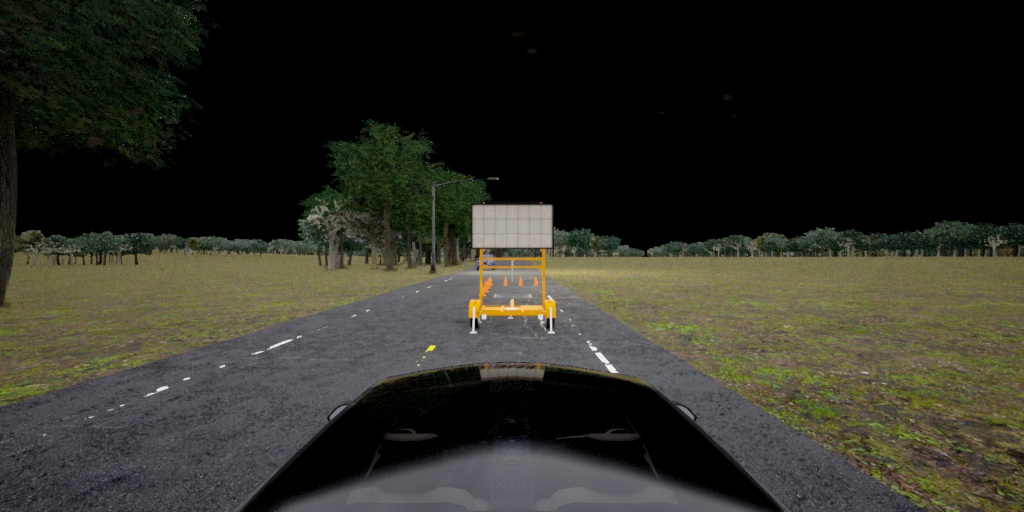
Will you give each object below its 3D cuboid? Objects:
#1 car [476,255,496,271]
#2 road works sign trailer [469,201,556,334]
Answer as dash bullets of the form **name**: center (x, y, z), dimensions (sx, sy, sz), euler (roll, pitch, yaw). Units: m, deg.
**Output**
- **car**: center (-3.264, 0.844, 45.563), dimensions (2.150, 2.045, 5.566), euler (0, 0, 1)
- **road works sign trailer**: center (0.013, 0.199, 10.594), dimensions (2.380, 3.560, 2.880), euler (0, 0, 0)
